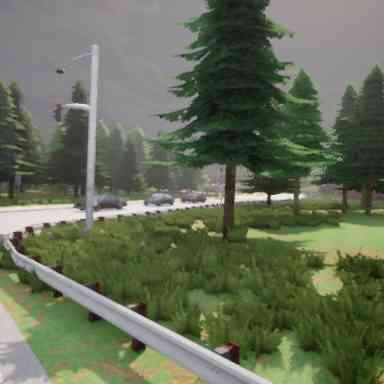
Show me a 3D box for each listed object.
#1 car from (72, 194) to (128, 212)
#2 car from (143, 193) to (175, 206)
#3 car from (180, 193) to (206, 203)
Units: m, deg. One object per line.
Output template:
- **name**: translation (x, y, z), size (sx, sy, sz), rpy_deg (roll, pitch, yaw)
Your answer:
- **car**: translation (-7.753, 0.891, 28.835), size (2.033, 1.411, 5.357), rpy_deg (3, 2, 26)
- **car**: translation (-3.603, 0.831, 37.478), size (1.812, 1.442, 4.674), rpy_deg (3, 2, 26)
- **car**: translation (0.292, 0.810, 45.818), size (2.033, 1.411, 5.357), rpy_deg (3, 2, 25)
